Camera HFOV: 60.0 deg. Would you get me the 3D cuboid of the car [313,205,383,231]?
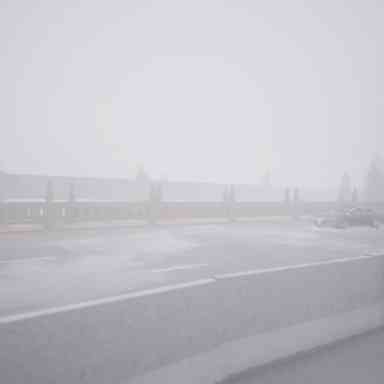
[{"bbox_3d":[9.982,1.601,21.157,4.902,1.511,2.128,1,0,-23],"label":"car"}]
